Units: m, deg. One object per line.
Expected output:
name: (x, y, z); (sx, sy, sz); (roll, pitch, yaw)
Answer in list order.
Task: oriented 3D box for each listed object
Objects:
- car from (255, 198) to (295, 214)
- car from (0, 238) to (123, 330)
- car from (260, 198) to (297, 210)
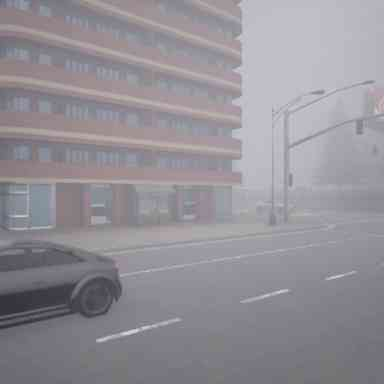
car: (8.903, 1.526, 36.193); (1.812, 1.442, 4.674); (0, 0, -36)
car: (-3.382, 1.564, 5.873); (4.181, 1.385, 1.994); (0, 0, -36)
car: (11.582, 1.525, 44.657); (1.812, 1.442, 4.674); (0, 0, -36)
